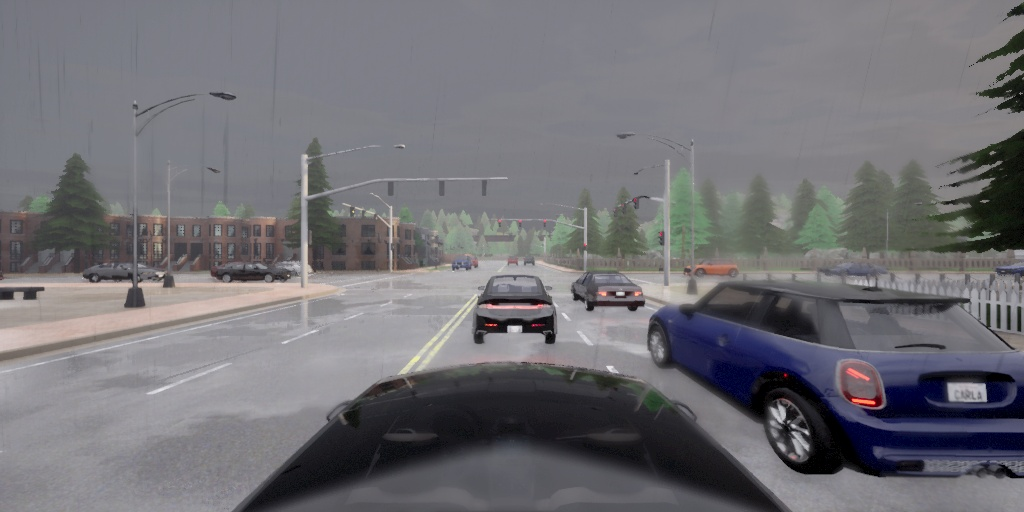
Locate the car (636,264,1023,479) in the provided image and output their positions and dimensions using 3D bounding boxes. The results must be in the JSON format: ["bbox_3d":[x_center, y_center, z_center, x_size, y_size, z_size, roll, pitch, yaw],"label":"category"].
[{"bbox_3d":[3.608,1.102,4.963,2.097,1.767,4.553,0,0,0],"label":"car"}]

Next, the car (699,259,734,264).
[{"bbox_3d":[18.775,1.098,33.963,4.553,1.767,2.097,0,0,0],"label":"car"}]

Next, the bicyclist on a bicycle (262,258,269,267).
[{"bbox_3d":[-28.735,1.048,41.685,0.582,1.620,1.656,0,0,-1],"label":"bicyclist on a bicycle"}]

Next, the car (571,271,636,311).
[{"bbox_3d":[3.610,1.296,14.380,2.033,1.411,5.357,0,0,1],"label":"car"}]

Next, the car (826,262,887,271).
[{"bbox_3d":[32.178,1.294,33.919,5.357,1.411,2.033,0,0,0],"label":"car"}]

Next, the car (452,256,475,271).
[{"bbox_3d":[-6.972,0.966,50.276,2.150,2.045,5.566,0,0,1],"label":"car"}]

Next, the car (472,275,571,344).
[{"bbox_3d":[0.079,1.241,9.555,2.128,1.511,4.902,0,0,1],"label":"car"}]

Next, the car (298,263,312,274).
[{"bbox_3d":[-21.731,1.272,34.442,4.674,1.442,1.812,0,0,0],"label":"car"}]

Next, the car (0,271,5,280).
[{"bbox_3d":[-39.532,1.225,25.134,5.008,1.535,1.882,0,0,-18],"label":"car"}]

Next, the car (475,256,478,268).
[{"bbox_3d":[-6.945,0.965,60.501,2.150,2.045,5.566,0,0,0],"label":"car"}]

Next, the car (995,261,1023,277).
[{"bbox_3d":[48.828,1.224,33.796,5.008,1.535,1.882,0,0,1],"label":"car"}]

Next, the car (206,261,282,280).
[{"bbox_3d":[-22.811,1.224,30.669,5.008,1.535,1.882,0,0,-1],"label":"car"}]

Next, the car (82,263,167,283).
[{"bbox_3d":[-28.998,1.239,26.961,4.902,1.511,2.128,0,0,-4],"label":"car"}]

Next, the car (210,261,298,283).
[{"bbox_3d":[-19.502,1.225,27.231,5.008,1.535,1.882,0,0,-1],"label":"car"}]
